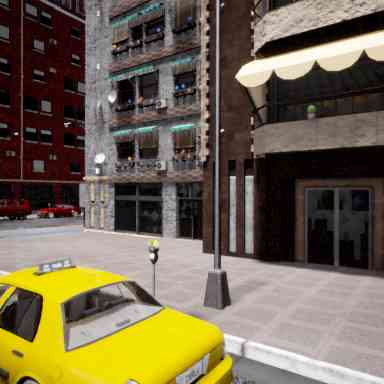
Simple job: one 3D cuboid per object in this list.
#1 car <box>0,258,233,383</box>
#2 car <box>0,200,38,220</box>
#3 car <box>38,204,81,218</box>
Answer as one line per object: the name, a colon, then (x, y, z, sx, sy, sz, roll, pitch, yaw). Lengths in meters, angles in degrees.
car: (-1.874, 1.525, 4.199, 4.829, 1.417, 1.752, 0, 0, 35)
car: (-16.838, 1.591, 29.453, 2.192, 1.841, 5.009, -1, -2, 35)
car: (-13.556, 1.923, 34.101, 1.887, 1.381, 4.507, -1, -2, 35)
